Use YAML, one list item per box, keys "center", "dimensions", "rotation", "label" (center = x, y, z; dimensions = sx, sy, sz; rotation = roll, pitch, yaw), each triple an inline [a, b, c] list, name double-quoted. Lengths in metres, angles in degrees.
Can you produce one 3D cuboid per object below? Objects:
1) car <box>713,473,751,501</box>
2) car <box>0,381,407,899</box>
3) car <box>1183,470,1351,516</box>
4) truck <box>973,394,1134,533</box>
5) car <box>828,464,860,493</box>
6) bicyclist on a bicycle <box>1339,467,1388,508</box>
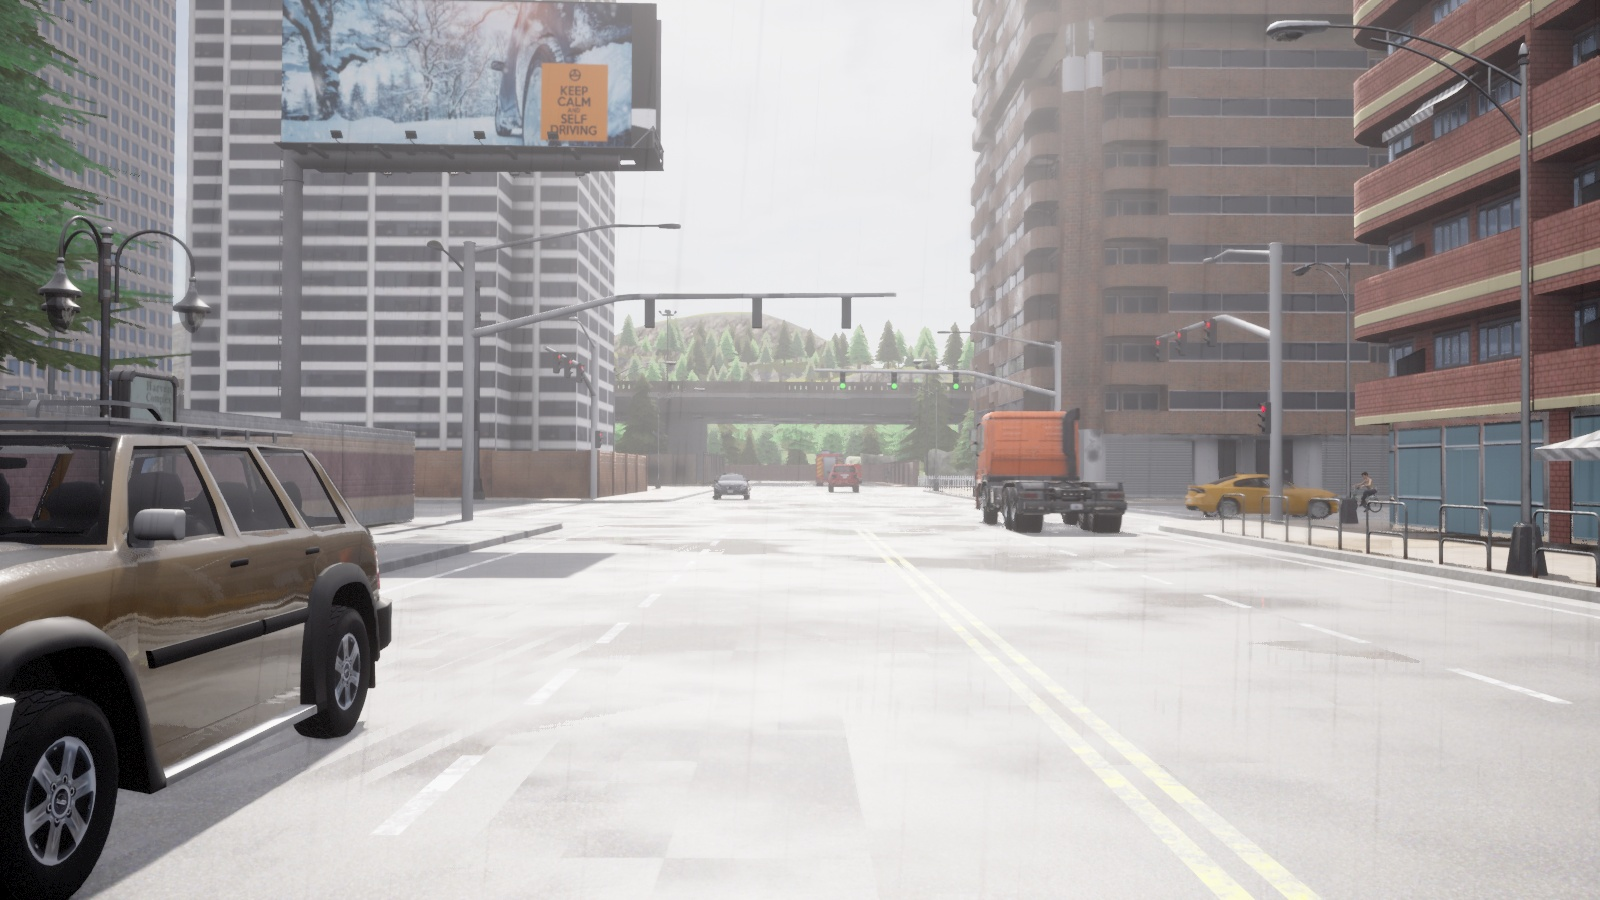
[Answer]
- center: [-3.696, 2.011, 68.991]
  dimensions: [1.812, 1.442, 4.674]
  rotation: [0, -1, 0]
  label: "car"
- center: [-3.520, 0.744, 5.891]
  dimensions: [1.932, 1.855, 4.605]
  rotation: [0, -1, 0]
  label: "car"
- center: [15.831, 1.445, 42.774]
  dimensions: [5.008, 1.535, 1.882]
  rotation: [0, -1, 0]
  label: "car"
- center: [6.895, 0.398, 35.408]
  dimensions: [2.891, 3.462, 7.936]
  rotation: [0, -1, 0]
  label: "truck"
- center: [3.234, 2.081, 93.165]
  dimensions: [2.150, 2.045, 5.566]
  rotation: [0, -1, 0]
  label: "car"
- center: [22.322, 1.495, 49.752]
  dimensions: [1.509, 1.612, 0.866]
  rotation: [0, -1, 0]
  label: "bicyclist on a bicycle"
